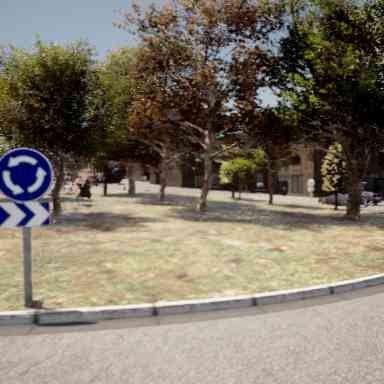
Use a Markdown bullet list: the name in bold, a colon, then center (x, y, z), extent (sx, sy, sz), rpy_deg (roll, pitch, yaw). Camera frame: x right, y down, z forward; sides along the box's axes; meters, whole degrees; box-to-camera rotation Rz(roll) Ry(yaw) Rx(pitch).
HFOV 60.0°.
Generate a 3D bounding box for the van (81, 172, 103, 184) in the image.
- **van**: center (-25.519, -3.688, 83.319), extent (1.878, 1.987, 4.442), rpy_deg (7, 7, 41)

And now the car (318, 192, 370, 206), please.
- **car**: center (16.400, 0.806, 36.775), extent (2.033, 1.411, 5.357), rpy_deg (-1, 2, -19)

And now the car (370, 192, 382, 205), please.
- **car**: center (19.304, 0.693, 38.283), extent (2.128, 1.511, 4.902), rpy_deg (0, 1, -20)

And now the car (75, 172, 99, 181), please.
- **car**: center (-27.086, -4.012, 85.845), extent (2.435, 2.045, 5.566), rpy_deg (7, 7, 41)
